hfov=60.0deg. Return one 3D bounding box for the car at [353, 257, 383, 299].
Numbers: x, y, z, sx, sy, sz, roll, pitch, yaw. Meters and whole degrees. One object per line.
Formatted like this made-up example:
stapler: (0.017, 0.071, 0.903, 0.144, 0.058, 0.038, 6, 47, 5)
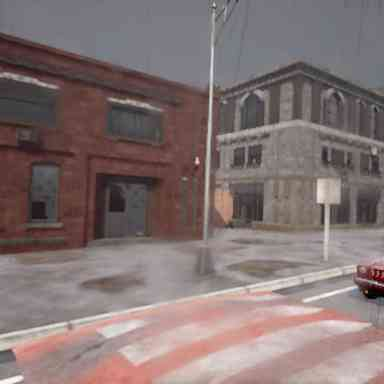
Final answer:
car: (5.842, 1.821, 7.818, 4.718, 1.301, 1.895, 2, -1, -35)
